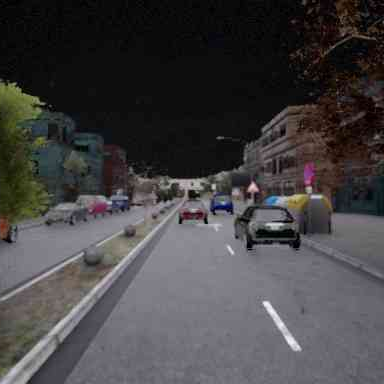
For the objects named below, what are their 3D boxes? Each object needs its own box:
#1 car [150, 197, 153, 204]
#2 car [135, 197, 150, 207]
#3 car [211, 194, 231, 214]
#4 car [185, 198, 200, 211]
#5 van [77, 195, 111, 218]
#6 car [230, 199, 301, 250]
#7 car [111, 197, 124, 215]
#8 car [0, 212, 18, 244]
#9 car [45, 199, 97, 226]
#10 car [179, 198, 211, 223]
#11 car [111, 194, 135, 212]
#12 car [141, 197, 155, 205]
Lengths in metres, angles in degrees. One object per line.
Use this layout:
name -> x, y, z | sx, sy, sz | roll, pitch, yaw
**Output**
car -> -8.989, 1.694, 62.434 | 2.231, 1.521, 4.892 | 0, 0, 0
car -> -8.966, 1.692, 56.876 | 2.163, 1.488, 4.792 | 0, 0, 0
car -> 3.089, 1.277, 35.431 | 2.150, 2.045, 5.566 | 0, -1, 0
car -> 0.081, 1.603, 42.938 | 1.837, 1.490, 4.892 | 0, 0, 0
van -> -8.851, 1.292, 29.307 | 1.878, 1.987, 4.442 | 0, 0, 0
car -> 3.095, 1.358, 14.546 | 2.097, 1.767, 4.553 | 0, 0, 0
car -> -8.874, 1.579, 34.949 | 2.002, 1.452, 4.674 | 0, 0, 0
car -> -8.781, 1.358, 12.893 | 2.185, 1.767, 4.553 | 0, 0, 0
car -> -8.829, 1.503, 23.909 | 2.231, 1.521, 4.892 | 0, 0, 0
car -> 0.093, 1.379, 25.644 | 2.097, 1.767, 4.553 | 0, 0, 0
car -> -8.898, 1.315, 40.438 | 2.435, 2.045, 5.566 | 0, 0, 0
car -> -9.013, 1.723, 68.082 | 2.231, 1.521, 4.892 | 0, 0, 0
